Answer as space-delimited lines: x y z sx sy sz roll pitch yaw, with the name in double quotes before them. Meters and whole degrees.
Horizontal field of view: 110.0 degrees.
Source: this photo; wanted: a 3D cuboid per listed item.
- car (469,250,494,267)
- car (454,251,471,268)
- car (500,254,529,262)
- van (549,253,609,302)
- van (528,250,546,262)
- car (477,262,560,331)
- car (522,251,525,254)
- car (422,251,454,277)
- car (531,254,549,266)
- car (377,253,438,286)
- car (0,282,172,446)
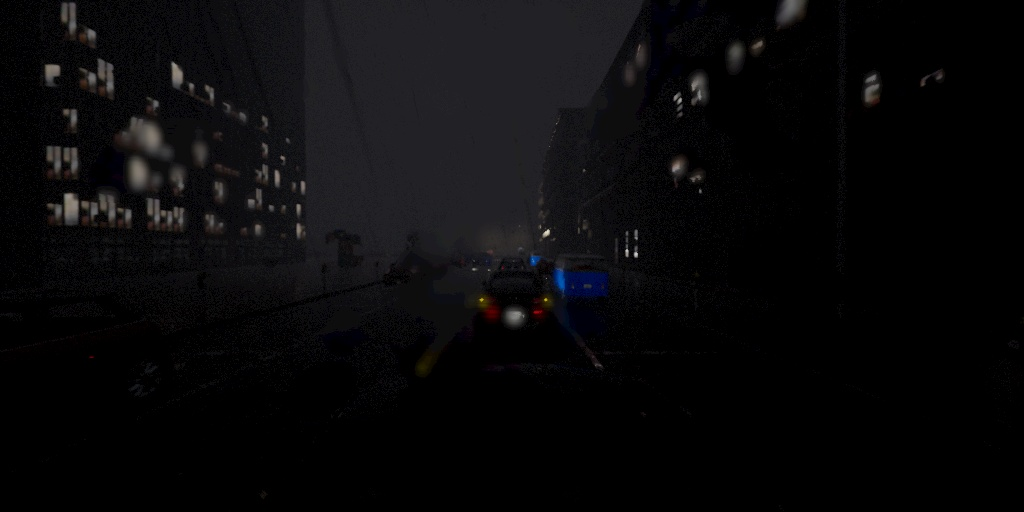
"car" -3.179 0.352 38.833 1.882 1.535 5.008 0 1 0
"car" -5.736 0.463 37.068 1.888 1.381 4.507 0 0 0
"car" 0.025 0.768 26.584 1.895 1.301 4.718 0 1 0
"van" 2.663 0.792 14.541 1.690 1.789 3.998 0 0 0
"van" 2.612 0.255 37.120 1.690 1.789 3.998 0 0 0
"car" 0.052 1.081 10.094 1.812 1.442 4.674 0 1 -1
"car" 2.599 0.344 42.765 1.948 1.339 4.313 0 0 0
"car" -5.710 0.628 25.780 1.967 1.591 4.097 0 0 0
"car" 2.638 0.730 25.832 1.888 1.381 4.507 0 0 0
"car" -5.703 0.762 20.135 1.967 1.591 4.097 0 0 0
"car" -5.695 1.157 3.202 1.967 1.591 4.097 0 0 0
